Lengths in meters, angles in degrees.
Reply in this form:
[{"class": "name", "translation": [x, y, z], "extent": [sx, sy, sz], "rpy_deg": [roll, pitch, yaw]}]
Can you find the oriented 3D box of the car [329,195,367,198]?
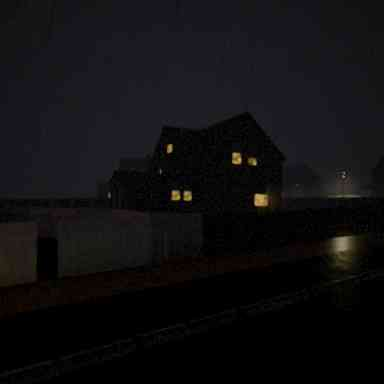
[{"class": "car", "translation": [14.693, 1.318, 29.848], "extent": [2.150, 2.045, 5.566], "rpy_deg": [3, -2, -28]}]
